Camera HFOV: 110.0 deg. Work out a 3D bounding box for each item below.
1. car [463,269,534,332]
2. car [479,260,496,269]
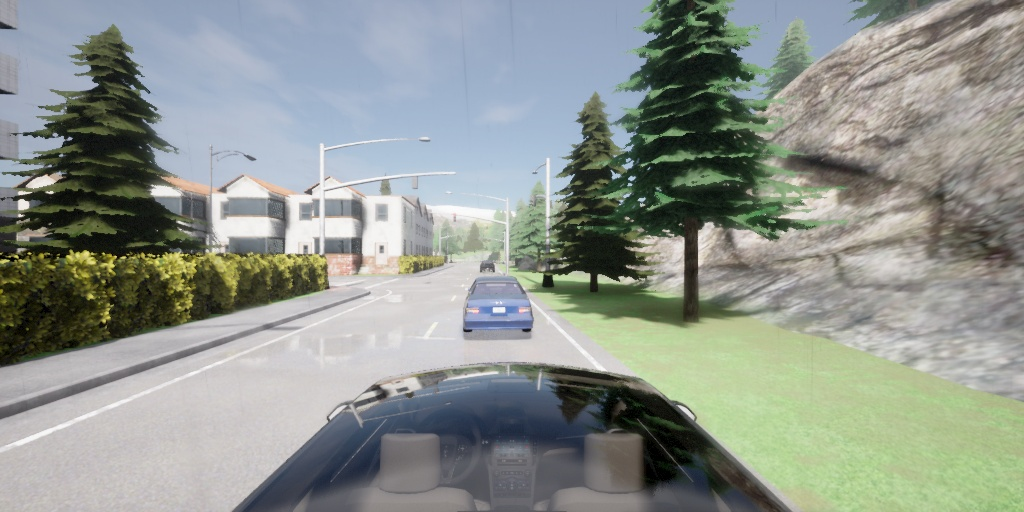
[{"bbox_3d":[-0.482,1.301,10.830,2.033,1.411,5.357,0,0,-4],"label":"car"},{"bbox_3d":[-3.115,1.272,45.179,1.837,1.490,4.892,0,0,-4],"label":"car"}]
